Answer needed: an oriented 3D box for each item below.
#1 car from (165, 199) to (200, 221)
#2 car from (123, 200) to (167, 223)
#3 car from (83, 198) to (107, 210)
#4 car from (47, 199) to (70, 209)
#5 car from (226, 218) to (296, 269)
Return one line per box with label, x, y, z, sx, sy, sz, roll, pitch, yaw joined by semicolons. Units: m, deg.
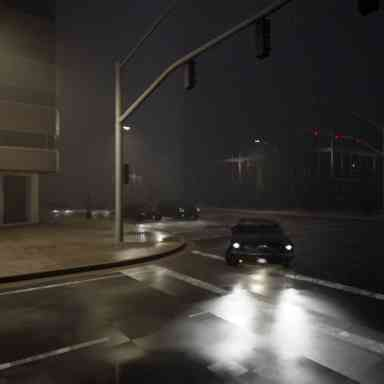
car;-1.284;1.404;28.206;2.097;1.767;4.553;0;0;-36
car;-4.200;1.579;26.299;1.812;1.442;4.674;0;0;-37
car;-12.953;1.530;44.171;1.882;1.535;5.008;0;0;-36
car;-18.344;1.654;45.639;1.895;1.301;4.718;0;0;-36
car;2.304;1.609;11.437;1.895;1.301;4.718;1;0;9
